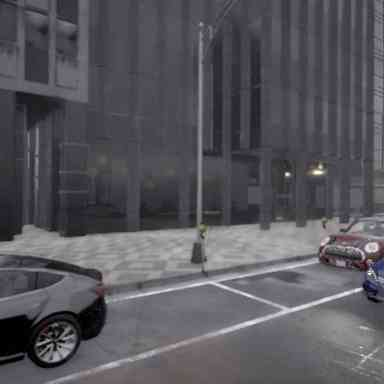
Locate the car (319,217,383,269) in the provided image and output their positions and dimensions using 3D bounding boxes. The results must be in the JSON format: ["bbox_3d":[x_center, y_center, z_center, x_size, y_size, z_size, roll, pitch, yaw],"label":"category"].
[{"bbox_3d":[5.936,1.566,10.783,4.097,1.590,1.967,1,0,-36],"label":"car"}]

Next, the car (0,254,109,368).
[{"bbox_3d":[-3.236,1.568,4.219,4.313,1.339,1.947,1,0,-36],"label":"car"}]

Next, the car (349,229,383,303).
[{"bbox_3d":[5.645,1.624,7.297,4.674,1.442,1.812,1,-1,-35],"label":"car"}]
